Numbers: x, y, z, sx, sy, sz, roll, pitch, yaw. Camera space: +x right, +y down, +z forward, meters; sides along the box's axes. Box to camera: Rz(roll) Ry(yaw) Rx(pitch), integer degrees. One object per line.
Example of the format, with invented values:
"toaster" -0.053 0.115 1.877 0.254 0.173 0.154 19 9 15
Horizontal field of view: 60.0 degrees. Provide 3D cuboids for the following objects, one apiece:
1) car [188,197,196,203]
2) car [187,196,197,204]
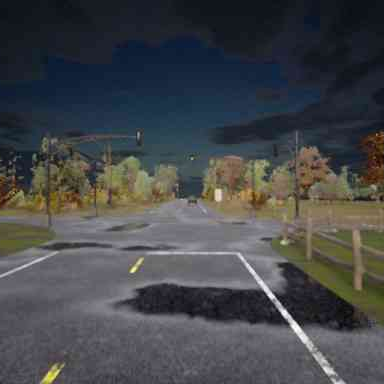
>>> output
"car" 0.076 2.075 87.298 2.033 1.411 5.357 0 -1 0
"car" 0.067 1.825 76.909 2.150 2.045 5.566 0 -1 0
